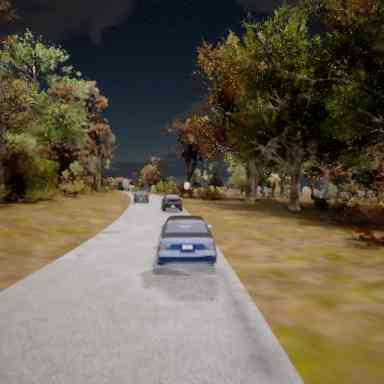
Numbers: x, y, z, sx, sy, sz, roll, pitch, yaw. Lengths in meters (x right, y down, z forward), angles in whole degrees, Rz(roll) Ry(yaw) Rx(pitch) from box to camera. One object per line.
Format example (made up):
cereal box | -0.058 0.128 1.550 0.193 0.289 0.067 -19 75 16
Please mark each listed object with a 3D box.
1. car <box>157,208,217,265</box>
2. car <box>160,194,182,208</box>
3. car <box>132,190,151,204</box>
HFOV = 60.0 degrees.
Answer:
car | -0.238 1.524 11.627 2.033 1.411 5.357 0 1 -2
car | -2.006 0.939 32.125 1.837 1.490 4.892 1 2 -7
car | -6.120 0.571 40.176 1.837 1.490 4.892 1 2 -9
